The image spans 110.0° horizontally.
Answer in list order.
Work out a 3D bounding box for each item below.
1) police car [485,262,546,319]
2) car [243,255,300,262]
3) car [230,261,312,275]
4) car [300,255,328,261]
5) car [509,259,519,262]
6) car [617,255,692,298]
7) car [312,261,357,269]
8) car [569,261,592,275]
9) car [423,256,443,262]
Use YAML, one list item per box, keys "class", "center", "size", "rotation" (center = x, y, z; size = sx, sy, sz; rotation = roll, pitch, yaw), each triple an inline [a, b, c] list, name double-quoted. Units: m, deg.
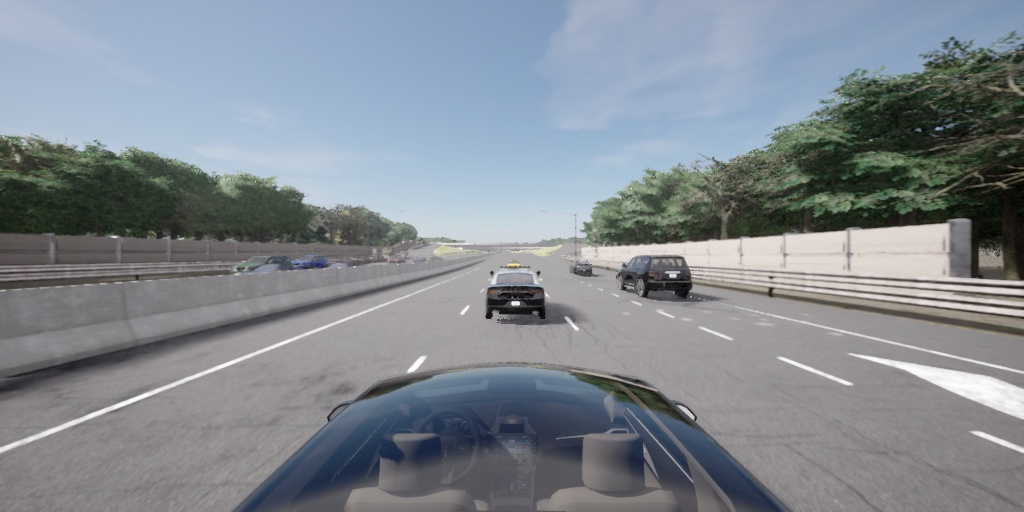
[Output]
- class: "police car"
  center: [0.117, 1.175, 13.016]
  size: [1.930, 1.638, 5.238]
  rotation: [0, 0, 0]
- class: "car"
  center: [-21.002, 0.969, 30.437]
  size: [2.150, 2.045, 5.566]
  rotation: [0, 0, 0]
- class: "car"
  center: [-17.529, 1.295, 26.517]
  size: [2.033, 1.411, 5.357]
  rotation: [0, 0, 0]
- class: "car"
  center: [-24.387, 0.927, 43.362]
  size: [2.150, 2.045, 5.566]
  rotation: [0, 0, 1]
- class: "car"
  center: [0.301, 1.149, 44.782]
  size: [1.801, 1.575, 5.366]
  rotation: [0, 1, 1]
- class: "car"
  center: [7.147, 0.971, 18.541]
  size: [2.150, 2.045, 5.566]
  rotation: [0, 0, 1]
- class: "car"
  center: [-14.012, 1.296, 29.442]
  size: [2.033, 1.411, 5.357]
  rotation: [0, 0, 0]
- class: "car"
  center: [7.245, 1.227, 38.072]
  size: [2.128, 1.511, 4.902]
  rotation: [0, 0, 0]
- class: "car"
  center: [-13.602, 0.764, 63.403]
  size: [2.097, 1.767, 4.553]
  rotation: [0, 1, 1]
